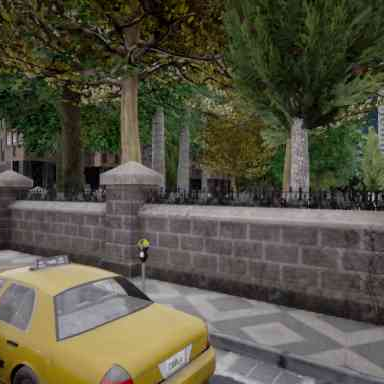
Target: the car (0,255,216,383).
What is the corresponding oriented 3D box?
[{"bbox_3d":[-2.027,1.525,4.404,4.829,1.417,1.752,0,0,35],"label":"car"}]
